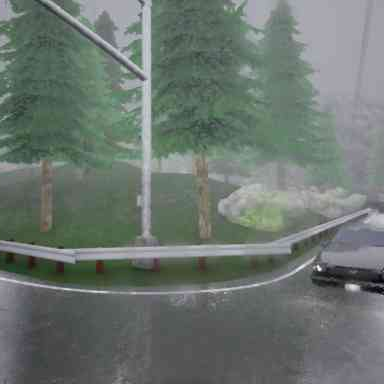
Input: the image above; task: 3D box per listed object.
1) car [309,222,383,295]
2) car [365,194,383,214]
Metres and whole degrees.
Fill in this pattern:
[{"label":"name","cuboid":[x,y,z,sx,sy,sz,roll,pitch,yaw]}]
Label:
[{"label":"car","cuboid":[4.727,1.562,9.000,2.033,1.411,5.357,0,0,33]},{"label":"car","cuboid":[21.284,1.269,37.038,2.150,2.045,5.566,1,0,6]}]
